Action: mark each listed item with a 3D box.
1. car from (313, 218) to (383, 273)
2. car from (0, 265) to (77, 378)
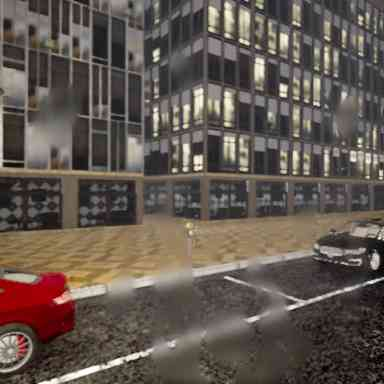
[{"bbox_3d":[5.671,1.550,10.615,4.403,1.369,2.008,0,0,-36],"label":"car"},{"bbox_3d":[-3.591,1.582,3.993,4.206,1.307,1.802,0,0,-36],"label":"car"}]
